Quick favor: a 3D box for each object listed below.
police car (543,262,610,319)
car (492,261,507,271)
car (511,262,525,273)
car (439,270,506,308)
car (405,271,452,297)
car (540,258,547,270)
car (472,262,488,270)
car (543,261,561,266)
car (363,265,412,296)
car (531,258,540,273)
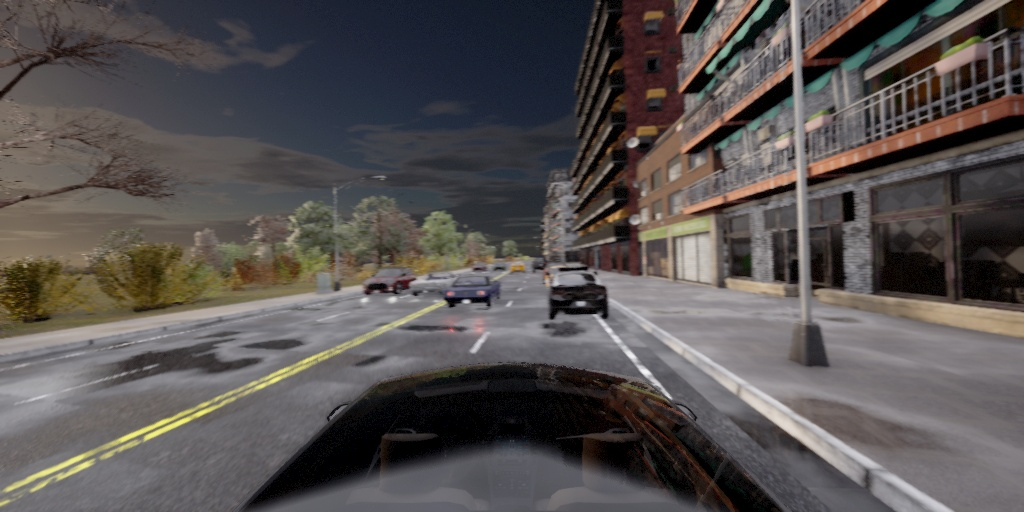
[{"bbox_3d":[2.226,1.198,13.032,1.930,1.638,5.238,-2,0,5],"label":"police car"},{"bbox_3d":[-2.056,1.677,59.810,2.097,1.767,4.553,-2,-1,3],"label":"car"},{"bbox_3d":[0.886,1.627,51.547,1.882,1.535,5.008,-2,0,3],"label":"car"},{"bbox_3d":[-1.613,1.521,16.366,1.895,1.301,4.718,-2,0,5],"label":"car"},{"bbox_3d":[-4.604,1.662,21.968,1.895,1.301,4.718,-2,0,5],"label":"car"},{"bbox_3d":[3.540,1.217,28.924,2.097,1.767,4.553,-2,0,4],"label":"car"},{"bbox_3d":[-5.333,1.774,59.820,2.097,1.767,4.553,-2,-1,3],"label":"car"},{"bbox_3d":[3.090,1.285,23.129,1.801,1.575,5.366,-2,0,5],"label":"car"},{"bbox_3d":[-7.766,1.523,23.257,2.097,1.767,4.553,-2,0,5],"label":"car"},{"bbox_3d":[3.929,1.256,49.273,2.150,2.045,5.566,-2,0,3],"label":"car"}]
